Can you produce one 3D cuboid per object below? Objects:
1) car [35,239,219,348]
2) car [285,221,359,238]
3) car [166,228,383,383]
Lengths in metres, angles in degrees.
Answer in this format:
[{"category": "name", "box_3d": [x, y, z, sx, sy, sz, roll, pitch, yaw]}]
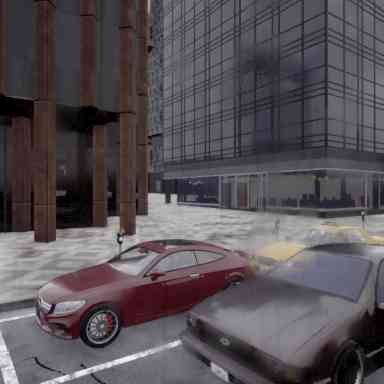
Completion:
[{"category": "car", "box_3d": [-0.606, 1.582, 6.211, 4.206, 1.307, 1.802, 0, 0, -35]}, {"category": "car", "box_3d": [3.687, 1.526, 9.263, 4.829, 1.417, 1.752, 0, 0, -35]}, {"category": "car", "box_3d": [2.465, 1.547, 5.127, 5.357, 1.411, 2.033, 0, 0, -35]}]
